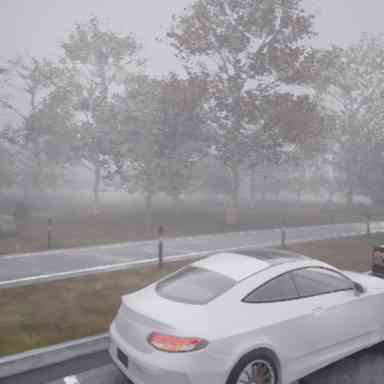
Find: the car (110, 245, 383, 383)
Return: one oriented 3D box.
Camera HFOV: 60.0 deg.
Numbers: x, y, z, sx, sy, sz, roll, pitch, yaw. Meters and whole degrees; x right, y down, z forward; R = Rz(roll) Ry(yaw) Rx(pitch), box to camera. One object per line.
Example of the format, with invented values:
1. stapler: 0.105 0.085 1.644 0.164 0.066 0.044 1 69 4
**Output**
1. car: 1.211 1.550 4.714 4.674 1.452 2.002 0 -1 -33
